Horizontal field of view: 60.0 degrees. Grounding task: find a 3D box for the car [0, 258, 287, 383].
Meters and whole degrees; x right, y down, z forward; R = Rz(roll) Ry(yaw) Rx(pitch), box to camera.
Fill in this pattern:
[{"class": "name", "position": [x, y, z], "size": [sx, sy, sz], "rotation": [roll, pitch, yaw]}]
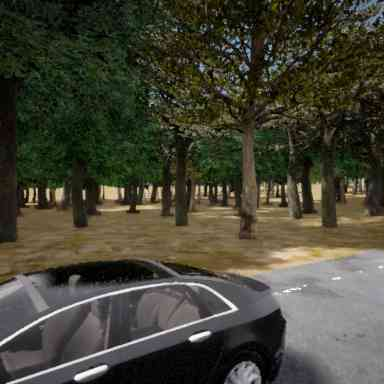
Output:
[{"class": "car", "position": [-1.177, 1.506, 3.118], "size": [4.892, 1.490, 1.837], "rotation": [0, 0, -35]}]
